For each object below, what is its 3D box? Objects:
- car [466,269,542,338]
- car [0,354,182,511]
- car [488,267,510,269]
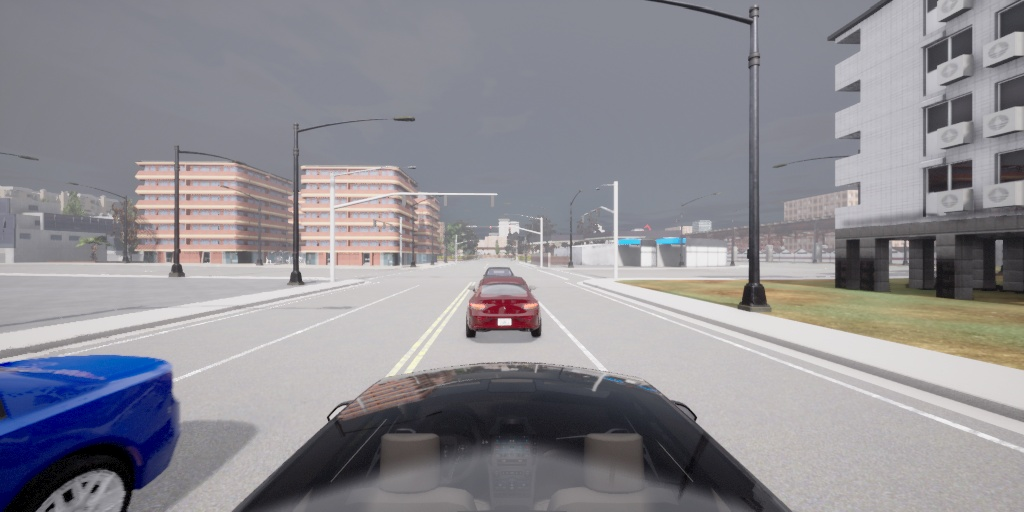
[{"bbox_3d":[-0.265,1.276,10.132,1.812,1.442,4.674,0,0,-3],"label":"car"},{"bbox_3d":[-3.641,1.227,0.799,1.882,1.535,5.008,0,0,0],"label":"car"},{"bbox_3d":[-0.720,1.297,19.706,2.033,1.411,5.357,0,0,-3],"label":"car"}]
